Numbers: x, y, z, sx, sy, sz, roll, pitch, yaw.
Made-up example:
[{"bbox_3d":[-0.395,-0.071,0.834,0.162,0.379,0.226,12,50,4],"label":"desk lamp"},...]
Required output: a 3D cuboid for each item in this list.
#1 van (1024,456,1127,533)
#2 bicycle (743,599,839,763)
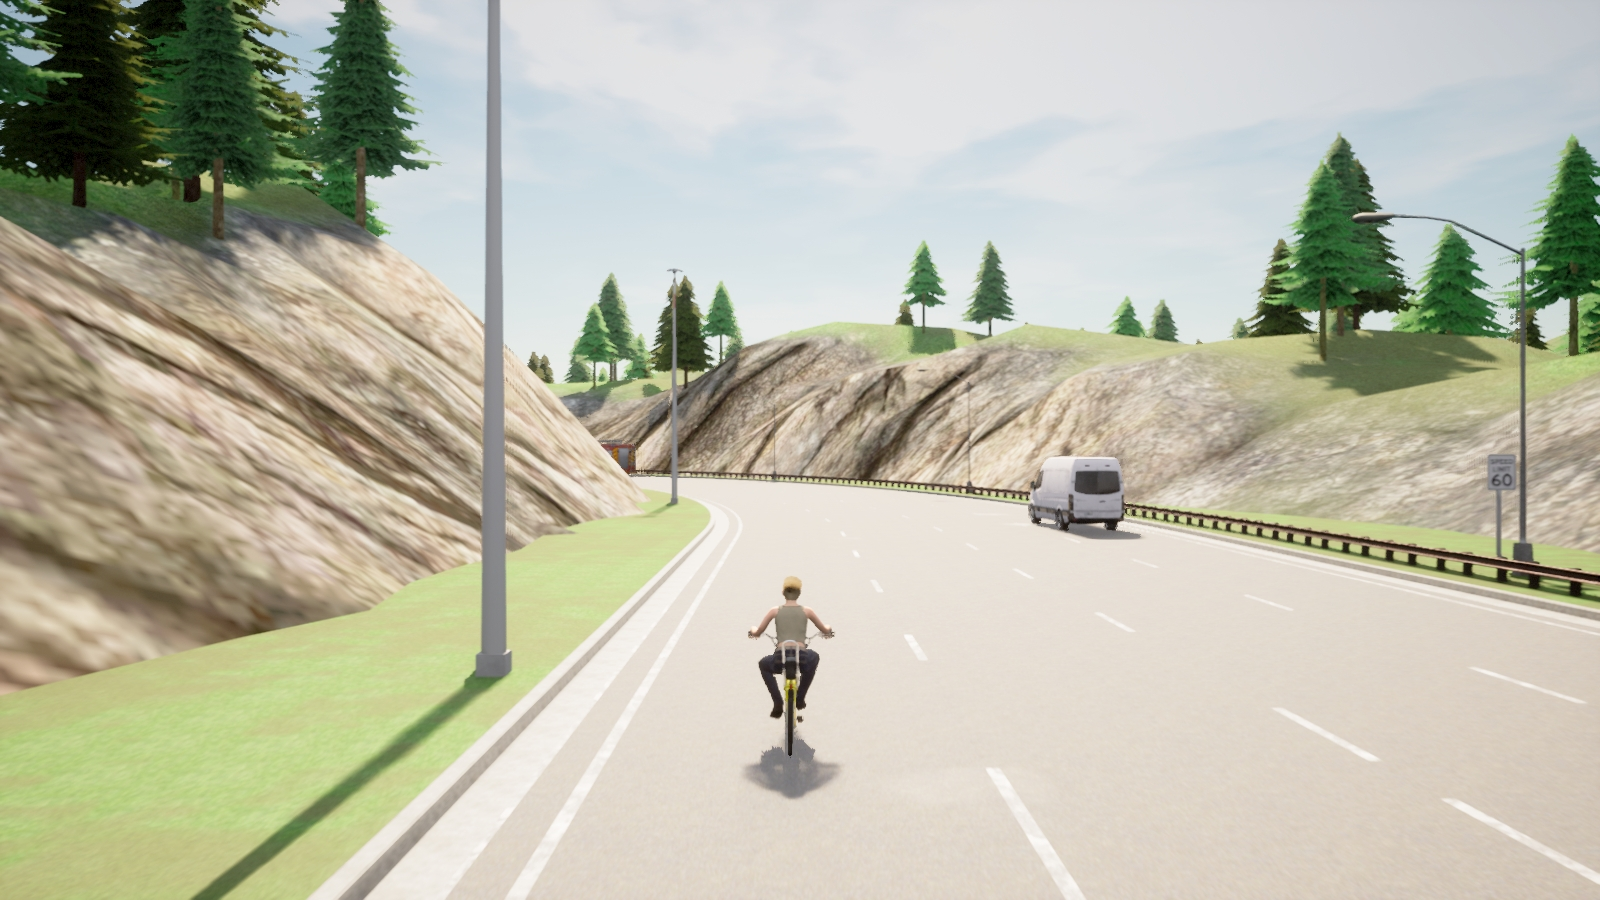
[{"bbox_3d":[9.886,1.533,41.513,1.988,2.561,5.915,0,0,-3],"label":"van"},{"bbox_3d":[-0.083,2.157,10.939,0.859,1.276,1.487,0,0,0],"label":"bicycle"}]
